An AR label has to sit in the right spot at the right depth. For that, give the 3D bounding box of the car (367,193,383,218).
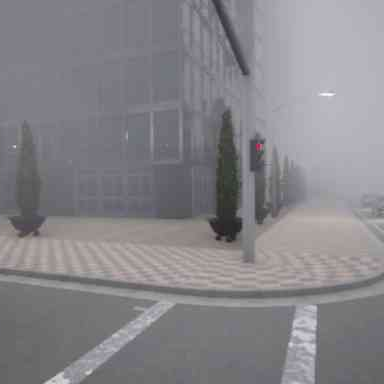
[{"bbox_3d":[14.194,0.997,24.097,1.837,1.490,4.892,0,1,22],"label":"car"}]

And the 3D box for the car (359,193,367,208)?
[{"bbox_3d":[18.145,0.838,33.768,2.033,1.411,5.357,0,1,22],"label":"car"}]
